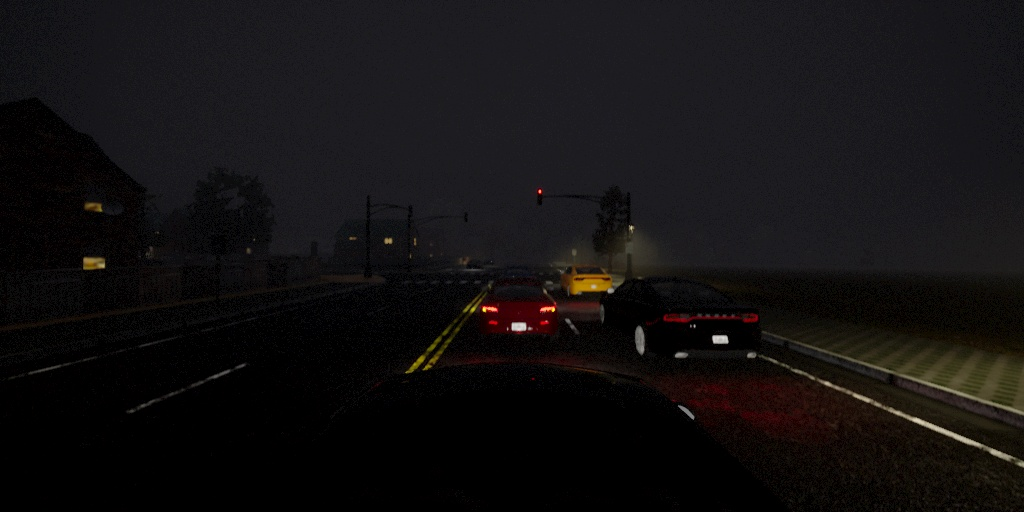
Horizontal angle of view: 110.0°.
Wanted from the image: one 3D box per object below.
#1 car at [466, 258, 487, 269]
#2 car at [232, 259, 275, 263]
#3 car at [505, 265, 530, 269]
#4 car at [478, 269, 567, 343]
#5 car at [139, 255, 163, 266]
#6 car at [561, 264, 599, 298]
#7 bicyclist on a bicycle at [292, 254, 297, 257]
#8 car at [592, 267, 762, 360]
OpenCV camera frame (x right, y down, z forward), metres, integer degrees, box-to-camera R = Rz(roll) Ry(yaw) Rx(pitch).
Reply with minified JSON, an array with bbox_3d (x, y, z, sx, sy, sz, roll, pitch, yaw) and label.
[{"bbox_3d":[-5.199,1.109,50.694,2.033,1.411,5.357,0,0,3],"label":"car"},{"bbox_3d":[-24.260,0.683,33.845,5.008,1.535,1.882,1,-1,16],"label":"car"},{"bbox_3d":[0.281,1.197,18.579,1.812,1.442,4.674,0,0,0],"label":"car"},{"bbox_3d":[0.163,1.238,9.473,1.812,1.442,4.674,0,0,1],"label":"car"},{"bbox_3d":[-38.972,0.546,37.931,4.718,1.301,1.895,1,-1,16],"label":"car"},{"bbox_3d":[3.532,1.151,17.766,1.882,1.535,5.008,0,0,1],"label":"car"},{"bbox_3d":[-24.251,0.572,39.930,0.582,1.620,1.656,1,0,15],"label":"bicyclist on a bicycle"},{"bbox_3d":[3.402,1.195,8.299,1.882,1.535,5.008,0,0,0],"label":"car"}]
